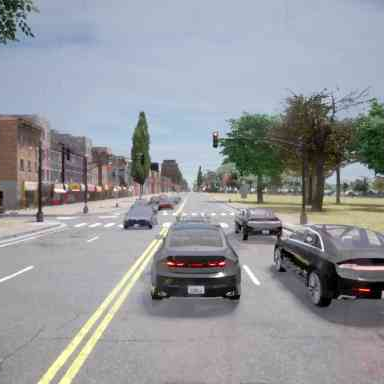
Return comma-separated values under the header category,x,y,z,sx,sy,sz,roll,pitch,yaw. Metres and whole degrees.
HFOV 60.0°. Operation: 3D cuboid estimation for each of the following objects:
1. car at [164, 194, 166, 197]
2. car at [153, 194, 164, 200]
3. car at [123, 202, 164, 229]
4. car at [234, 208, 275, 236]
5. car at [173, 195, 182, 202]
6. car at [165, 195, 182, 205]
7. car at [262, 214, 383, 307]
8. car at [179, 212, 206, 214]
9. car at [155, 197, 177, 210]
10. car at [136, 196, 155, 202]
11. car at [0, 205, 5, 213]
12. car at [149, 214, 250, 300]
category,x,y,z,sx,sy,sz,roll,pitch,yaw
car,-6.494,1.201,74.680,2.097,1.767,4.553,0,0,0
car,-6.575,1.497,58.920,1.837,1.490,4.892,0,1,0
car,-3.349,1.662,22.748,2.033,1.411,5.357,0,0,0
car,3.299,1.577,17.196,2.128,1.511,4.902,0,0,0
car,-3.244,1.432,75.401,1.895,1.301,4.718,0,0,0
car,-3.323,1.551,59.643,1.994,1.385,4.181,0,1,0
car,3.331,1.515,7.986,2.128,1.511,4.902,0,0,0
car,0.053,1.689,17.733,1.895,1.301,4.718,0,0,0
car,-3.346,1.708,44.186,1.895,1.301,4.718,0,0,0
car,-6.593,1.656,43.769,2.033,1.411,5.357,0,0,0
car,-20.218,1.590,31.241,4.902,1.511,2.128,1,0,1
car,0.082,1.531,8.428,1.837,1.490,4.892,0,0,0
